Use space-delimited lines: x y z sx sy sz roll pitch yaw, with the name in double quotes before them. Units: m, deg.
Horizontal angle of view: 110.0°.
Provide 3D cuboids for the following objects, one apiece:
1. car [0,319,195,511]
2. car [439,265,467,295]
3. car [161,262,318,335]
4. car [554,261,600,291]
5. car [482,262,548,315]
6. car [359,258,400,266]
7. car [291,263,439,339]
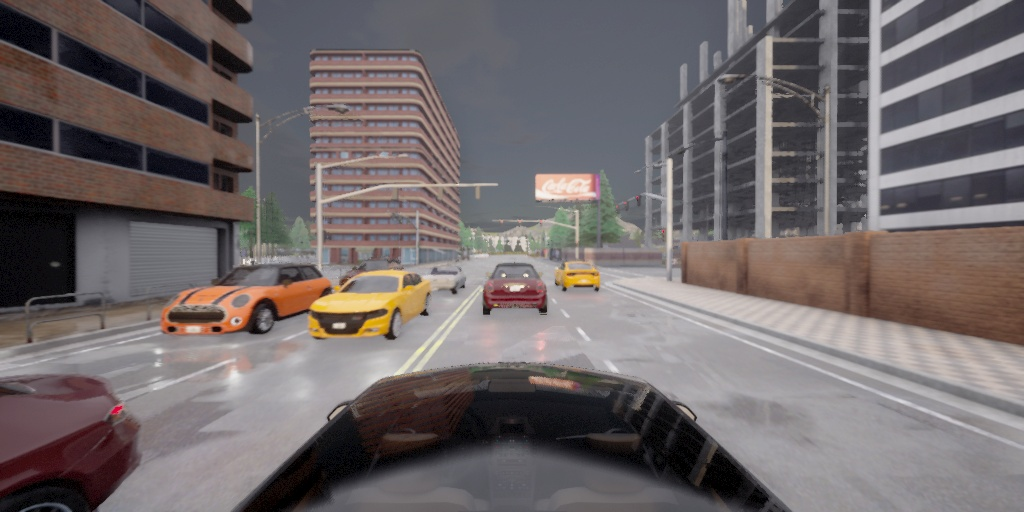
"car" -3.581 1.291 0.659 1.812 1.442 4.674 0 1 0
"car" -3.512 1.174 18.621 1.895 1.301 4.718 0 1 0
"car" -7.081 1.020 10.221 2.097 1.767 4.553 0 1 0
"car" 3.487 1.030 19.855 1.882 1.535 5.008 0 1 0
"car" 0.092 0.982 13.156 2.097 1.767 4.553 0 1 0
"car" -7.012 0.929 18.676 2.097 1.767 4.553 0 1 0
"car" -3.583 1.144 9.965 1.882 1.535 5.008 0 1 0
